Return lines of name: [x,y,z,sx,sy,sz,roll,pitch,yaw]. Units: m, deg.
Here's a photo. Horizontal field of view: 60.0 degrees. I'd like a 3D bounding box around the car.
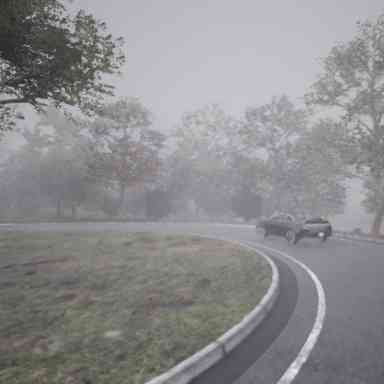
car: [5.187,1.780,17.525,2.128,1.511,4.902,0,-1,-17]
